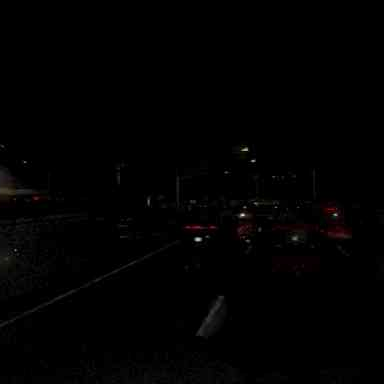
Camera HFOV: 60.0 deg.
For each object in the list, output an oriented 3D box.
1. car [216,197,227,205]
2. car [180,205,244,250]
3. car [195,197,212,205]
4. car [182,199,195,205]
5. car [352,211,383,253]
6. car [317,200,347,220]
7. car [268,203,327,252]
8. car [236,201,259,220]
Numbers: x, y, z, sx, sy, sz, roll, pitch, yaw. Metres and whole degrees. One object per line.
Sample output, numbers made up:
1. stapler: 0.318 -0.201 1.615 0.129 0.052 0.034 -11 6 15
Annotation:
1. car: 6.016 1.801 65.616 1.812 1.442 4.674 -1 -1 15
2. car: 0.862 1.564 14.847 2.128 1.511 4.902 -1 0 15
3. car: 2.651 1.835 66.580 2.128 1.511 4.902 -1 0 15
4. car: -0.683 2.010 67.648 1.895 1.301 4.718 -1 0 15
5. car: 7.643 1.462 13.106 1.812 1.442 4.674 -1 0 15
6. car: 11.501 1.457 27.526 1.837 1.490 4.892 -1 0 15
7. car: 4.291 1.482 14.120 1.882 1.535 5.008 -1 0 15
8. car: 4.743 1.592 29.345 1.837 1.490 4.892 -1 0 15
